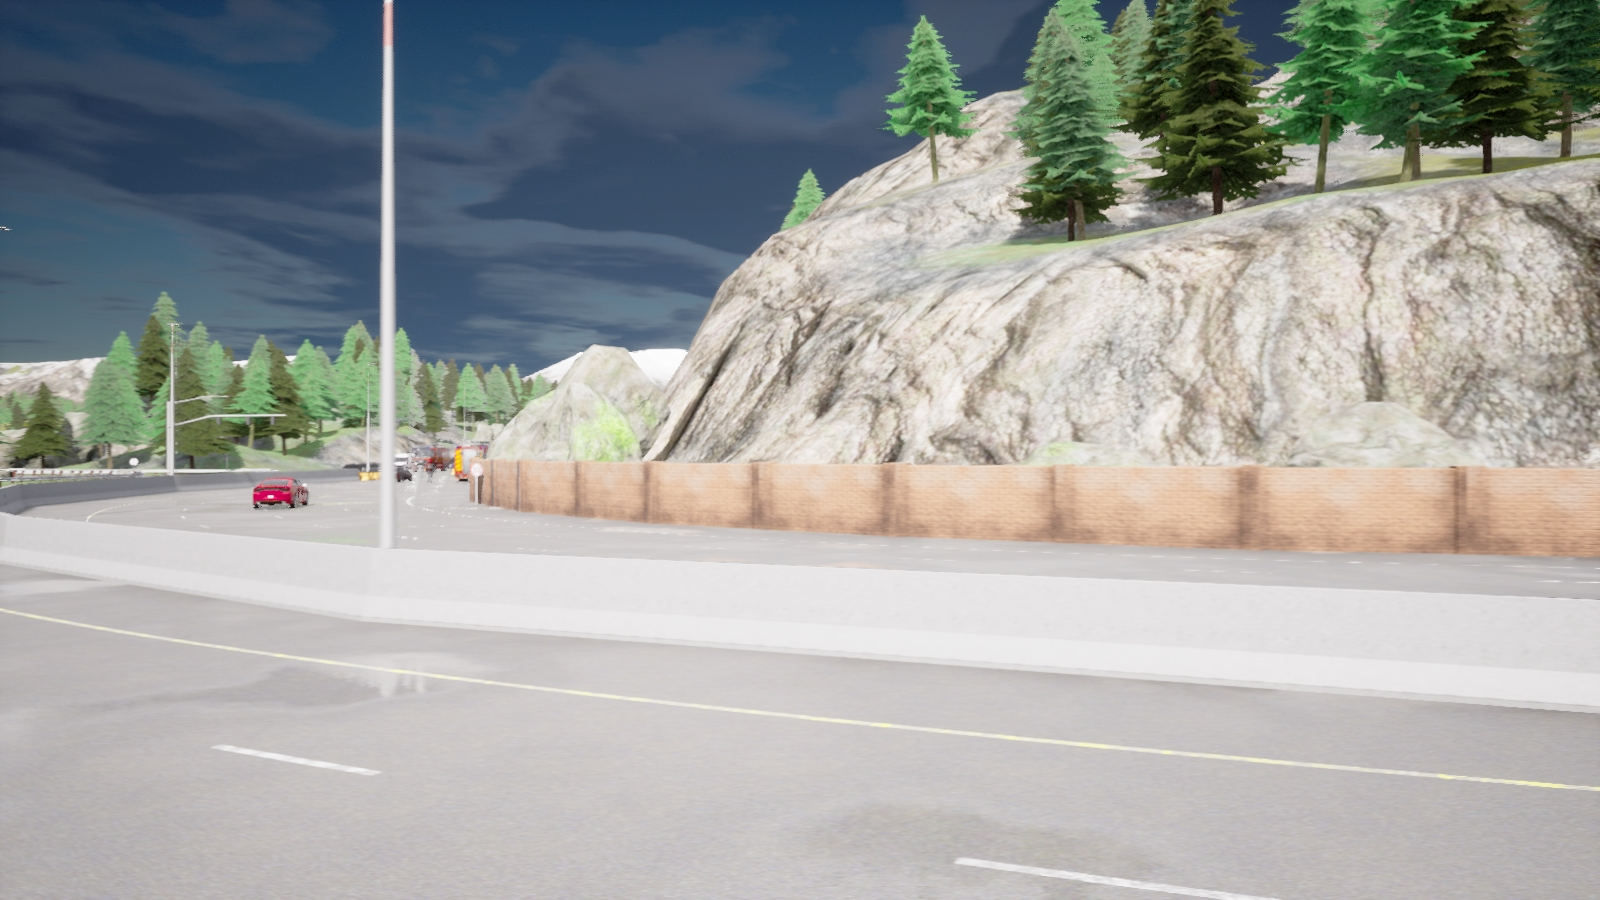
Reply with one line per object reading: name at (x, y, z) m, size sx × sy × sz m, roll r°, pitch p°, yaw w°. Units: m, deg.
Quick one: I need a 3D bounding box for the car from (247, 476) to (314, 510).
car at (-26.243, 2.131, 57.915) m, size 2.097 × 1.535 × 5.006 m, roll 0°, pitch 0°, yaw -12°
